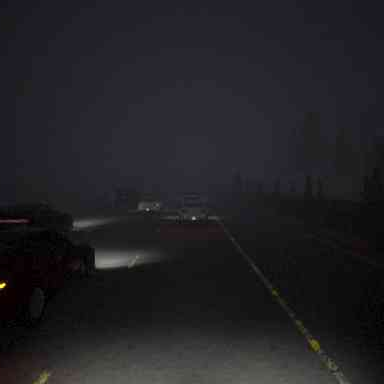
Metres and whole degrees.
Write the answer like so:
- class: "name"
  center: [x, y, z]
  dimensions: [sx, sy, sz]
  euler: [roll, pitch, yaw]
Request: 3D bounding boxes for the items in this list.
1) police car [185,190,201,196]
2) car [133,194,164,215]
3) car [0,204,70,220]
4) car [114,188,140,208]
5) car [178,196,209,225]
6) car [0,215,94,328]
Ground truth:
- class: "police car"
  center: [0.092, 0.566, 41.664]
  dimensions: [2.038, 1.542, 4.974]
  euler: [0, 4, 0]
- class: "car"
  center: [-3.405, 1.106, 27.854]
  dimensions: [1.812, 1.442, 4.674]
  euler: [0, 1, 0]
- class: "car"
  center: [-6.903, 1.267, 14.700]
  dimensions: [2.128, 1.511, 4.902]
  euler: [0, 1, 0]
- class: "car"
  center: [-6.907, 0.595, 35.934]
  dimensions: [2.150, 2.045, 5.566]
  euler: [0, 2, 0]
- class: "car"
  center: [0.095, 1.211, 20.859]
  dimensions: [1.812, 1.442, 4.674]
  euler: [0, 1, 0]
- class: "car"
  center: [-3.402, 1.424, 6.645]
  dimensions: [1.812, 1.442, 4.674]
  euler: [0, 1, 0]
